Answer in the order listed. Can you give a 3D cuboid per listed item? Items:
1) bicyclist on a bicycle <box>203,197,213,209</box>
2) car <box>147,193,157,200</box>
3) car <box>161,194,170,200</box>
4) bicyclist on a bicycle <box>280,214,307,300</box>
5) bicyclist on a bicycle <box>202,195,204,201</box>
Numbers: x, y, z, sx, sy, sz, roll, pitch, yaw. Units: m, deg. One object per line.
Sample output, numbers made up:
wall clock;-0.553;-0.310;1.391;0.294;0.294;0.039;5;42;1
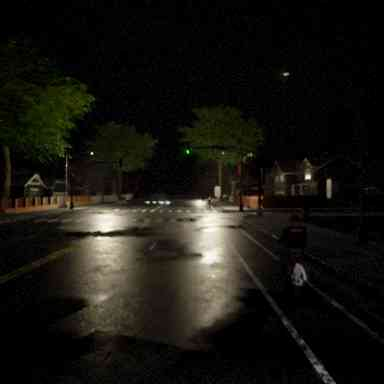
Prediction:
bicyclist on a bicycle;2.295;1.441;43.790;0.866;1.612;1.509;0;0;0
car;-9.695;0.954;81.167;2.097;1.767;4.553;0;0;0
car;-6.446;1.194;81.106;1.895;1.301;4.718;0;0;0
bicyclist on a bicycle;2.254;1.373;7.538;0.659;1.776;1.843;0;0;0
bicyclist on a bicycle;2.296;1.444;70.732;0.582;1.620;1.656;0;0;0
